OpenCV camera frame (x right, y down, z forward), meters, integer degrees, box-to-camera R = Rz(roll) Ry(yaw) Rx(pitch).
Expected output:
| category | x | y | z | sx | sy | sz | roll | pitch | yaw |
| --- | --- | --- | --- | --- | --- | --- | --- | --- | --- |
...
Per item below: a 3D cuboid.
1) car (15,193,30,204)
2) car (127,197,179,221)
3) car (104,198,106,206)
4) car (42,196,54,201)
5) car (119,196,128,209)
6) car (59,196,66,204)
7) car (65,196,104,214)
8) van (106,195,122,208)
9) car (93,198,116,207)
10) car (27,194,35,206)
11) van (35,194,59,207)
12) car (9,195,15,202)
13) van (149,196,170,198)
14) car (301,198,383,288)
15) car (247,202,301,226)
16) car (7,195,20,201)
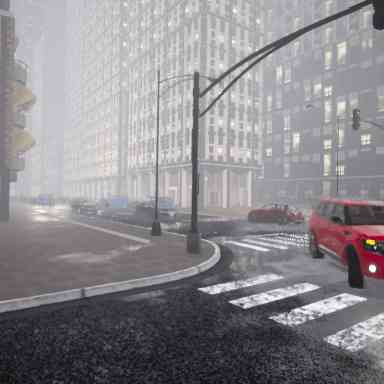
| category | x | y | z | sx | sy | sz | roll | pitch | yaw |
| --- | --- | --- | --- | --- | --- | --- | --- | --- | --- |
| car | -30.247 | 1.155 | 60.670 | 2.192 | 1.841 | 5.009 | 1 | -1 | -35 |
| car | -2.884 | 1.433 | 26.296 | 2.128 | 1.511 | 4.902 | 1 | -1 | -35 |
| car | -12.674 | 1.466 | 40.224 | 2.033 | 1.411 | 5.357 | 1 | -1 | -35 |
| car | -36.407 | 1.570 | 83.965 | 1.802 | 1.307 | 4.206 | 1 | -1 | -35 |
| car | -7.141 | 1.584 | 42.397 | 2.008 | 1.369 | 4.403 | 1 | -1 | -35 |
| car | -23.979 | 1.433 | 61.817 | 1.882 | 1.535 | 5.008 | 1 | -1 | -35 |
| car | -10.741 | 1.427 | 32.955 | 2.008 | 1.369 | 4.403 | 1 | -1 | -35 |
| van | -10.388 | 1.368 | 47.018 | 1.690 | 1.788 | 3.998 | 1 | -1 | -35 |
| car | -13.645 | 1.586 | 51.634 | 1.947 | 1.339 | 4.313 | 1 | -1 | -35 |
| car | -23.747 | 1.432 | 51.430 | 1.802 | 1.307 | 4.206 | 1 | -1 | -35 |
| van | -20.492 | 1.197 | 46.814 | 1.690 | 1.788 | 3.998 | 1 | -1 | -35 |
| car | -36.754 | 1.396 | 69.905 | 1.947 | 1.339 | 4.313 | 1 | -1 | -35 |
| van | -3.885 | 1.382 | 37.780 | 1.690 | 1.788 | 3.998 | 1 | -1 | -35 |
| car | 4.997 | 1.229 | 9.528 | 2.150 | 2.045 | 5.566 | 1 | 0 | 5 |
| car | 5.868 | 1.505 | 23.923 | 1.967 | 1.590 | 4.097 | 1 | -1 | -35 |
| car | -40.005 | 1.377 | 74.524 | 2.008 | 1.369 | 4.403 | 1 | -1 | -35 |
